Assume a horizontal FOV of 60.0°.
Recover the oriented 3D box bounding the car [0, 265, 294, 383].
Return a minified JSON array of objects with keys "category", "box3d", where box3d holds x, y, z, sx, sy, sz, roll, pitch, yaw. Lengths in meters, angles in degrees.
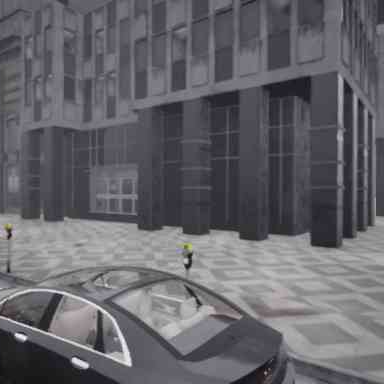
[{"category":"car","box3d":[-1.128,1.546,3.765,4.403,1.369,2.008,0,0,36]}]
